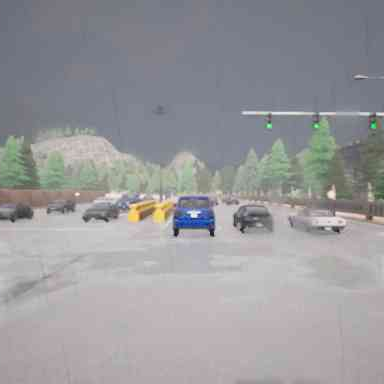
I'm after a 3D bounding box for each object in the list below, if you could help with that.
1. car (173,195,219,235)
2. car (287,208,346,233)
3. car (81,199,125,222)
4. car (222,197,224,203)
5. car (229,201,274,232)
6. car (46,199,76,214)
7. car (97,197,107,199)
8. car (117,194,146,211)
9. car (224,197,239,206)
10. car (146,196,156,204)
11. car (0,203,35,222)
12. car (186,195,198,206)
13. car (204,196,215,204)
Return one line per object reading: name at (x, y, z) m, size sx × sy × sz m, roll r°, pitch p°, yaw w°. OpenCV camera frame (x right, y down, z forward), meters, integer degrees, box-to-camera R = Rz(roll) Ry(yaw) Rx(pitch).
car at (0.100, 1.228, 18.805) m, size 2.150 × 2.045 × 5.566 m, roll 0°, pitch 0°, yaw 0°
car at (7.102, 1.607, 19.565) m, size 1.895 × 1.301 × 4.718 m, roll 0°, pitch 0°, yaw 0°
car at (-7.088, 1.557, 26.524) m, size 2.033 × 1.411 × 5.357 m, roll 0°, pitch 0°, yaw 0°
car at (7.004, 1.641, 67.102) m, size 1.895 × 1.301 × 4.718 m, roll 0°, pitch 0°, yaw 0°
car at (3.602, 1.512, 20.149) m, size 1.837 × 1.490 × 4.892 m, roll 0°, pitch 0°, yaw 0°
car at (-14.076, 1.518, 36.043) m, size 1.837 × 1.490 × 4.892 m, roll 0°, pitch 0°, yaw 0°
car at (-14.030, 1.544, 51.665) m, size 1.812 × 1.442 × 4.674 m, roll 0°, pitch 0°, yaw 1°
car at (-7.065, 1.236, 37.594) m, size 2.150 × 2.045 × 5.566 m, roll 0°, pitch 0°, yaw 1°
car at (7.003, 1.545, 57.068) m, size 1.812 × 1.442 × 4.674 m, roll 0°, pitch 0°, yaw 0°
car at (-7.028, 1.370, 53.192) m, size 2.097 × 1.767 × 4.553 m, roll 0°, pitch 0°, yaw 0°
car at (-14.085, 1.574, 25.956) m, size 1.994 × 1.385 × 4.181 m, roll 0°, pitch 0°, yaw 0°
car at (0.003, 1.372, 57.039) m, size 2.097 × 1.767 × 4.553 m, roll 0°, pitch 0°, yaw 0°
car at (3.504, 1.591, 67.072) m, size 2.033 × 1.411 × 5.357 m, roll 0°, pitch 0°, yaw 0°
